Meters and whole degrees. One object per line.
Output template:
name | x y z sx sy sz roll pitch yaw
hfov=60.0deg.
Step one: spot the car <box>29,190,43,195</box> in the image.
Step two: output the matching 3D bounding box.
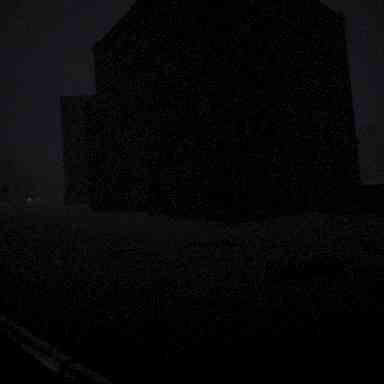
car | -31.719 0.296 67.798 1.812 1.442 4.674 -4 3 -8
